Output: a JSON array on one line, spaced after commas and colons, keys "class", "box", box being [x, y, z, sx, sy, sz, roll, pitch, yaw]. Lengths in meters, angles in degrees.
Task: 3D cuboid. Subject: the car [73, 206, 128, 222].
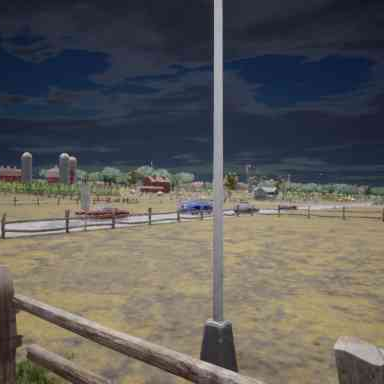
[{"class": "car", "box": [-8.060, 1.884, 29.484, 1.895, 1.301, 4.718, 2, 0, 36]}]

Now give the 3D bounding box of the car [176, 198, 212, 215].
[{"class": "car", "box": [0.370, 1.751, 41.132, 2.150, 2.045, 5.566, 2, 0, 35]}]

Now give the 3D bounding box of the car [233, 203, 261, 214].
[{"class": "car", "box": [7.703, 2.310, 46.292, 2.033, 1.411, 5.357, 2, 0, 36]}]

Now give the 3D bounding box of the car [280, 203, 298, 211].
[{"class": "car", "box": [17.537, 2.670, 59.911, 1.895, 1.301, 4.718, 2, 0, 36]}]
